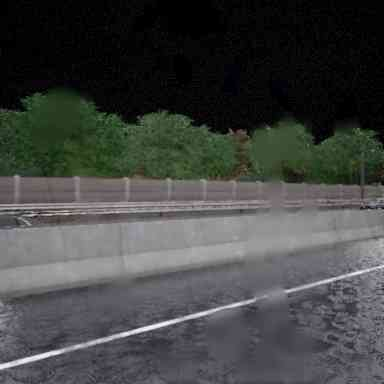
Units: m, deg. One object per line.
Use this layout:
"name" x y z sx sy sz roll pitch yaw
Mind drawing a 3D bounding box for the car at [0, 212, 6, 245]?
"car" -10.469 1.599 13.724 4.718 1.301 1.895 0 0 -35

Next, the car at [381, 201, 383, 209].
"car" 24.196 1.698 38.401 4.181 1.385 1.994 0 0 -35

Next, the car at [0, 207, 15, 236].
"car" -11.636 1.566 17.190 4.181 1.385 1.994 0 0 -35

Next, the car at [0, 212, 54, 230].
"car" -7.369 1.507 11.635 4.892 1.490 1.837 0 0 -35

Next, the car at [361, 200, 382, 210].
"car" 23.164 1.704 41.958 4.181 1.385 1.994 0 0 -35
